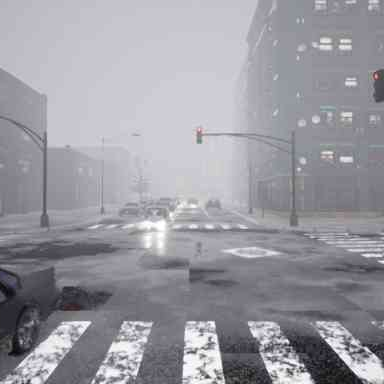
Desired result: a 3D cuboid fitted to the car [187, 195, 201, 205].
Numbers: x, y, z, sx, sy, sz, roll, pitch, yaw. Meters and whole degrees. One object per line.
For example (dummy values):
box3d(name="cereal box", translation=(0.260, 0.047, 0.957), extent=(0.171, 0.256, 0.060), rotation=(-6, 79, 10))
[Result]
box3d(name="car", translation=(0.129, 1.579, 59.974), extent=(1.994, 1.385, 4.181), rotation=(0, 0, 0))

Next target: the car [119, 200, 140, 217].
box3d(name="car", translation=(-5.735, 1.552, 31.723), extent=(1.887, 1.381, 4.507), rotation=(1, 0, 0))

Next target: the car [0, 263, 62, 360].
box3d(name="car", translation=(-3.235, 1.548, 3.373), extent=(2.033, 1.411, 5.357), rotation=(0, 0, 3))

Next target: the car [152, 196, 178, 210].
box3d(name="car", translation=(-3.074, 1.361, 38.889), extent=(2.097, 1.767, 4.553), rotation=(0, 0, 0))

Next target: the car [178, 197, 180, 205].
box3d(name="car", translation=(-3.065, 1.537, 47.884), extent=(1.812, 1.442, 4.674), rotation=(0, 0, 0))

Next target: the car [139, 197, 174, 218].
box3d(name="car", translation=(-3.081, 1.499, 29.870), extent=(2.128, 1.511, 4.902), rotation=(0, 0, 0))

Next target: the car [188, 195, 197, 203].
box3d(name="car", translation=(0.119, 1.495, 69.940), extent=(1.882, 1.535, 5.008), rotation=(0, 0, 0))

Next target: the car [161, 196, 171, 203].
box3d(name="car", translation=(-5.637, 1.600, 71.525), extent=(1.802, 1.307, 4.206), rotation=(1, 0, 0))

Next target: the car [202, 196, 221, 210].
box3d(name="car", translation=(2.730, 1.450, 43.148), extent=(1.967, 1.590, 4.097), rotation=(1, 0, 0))
